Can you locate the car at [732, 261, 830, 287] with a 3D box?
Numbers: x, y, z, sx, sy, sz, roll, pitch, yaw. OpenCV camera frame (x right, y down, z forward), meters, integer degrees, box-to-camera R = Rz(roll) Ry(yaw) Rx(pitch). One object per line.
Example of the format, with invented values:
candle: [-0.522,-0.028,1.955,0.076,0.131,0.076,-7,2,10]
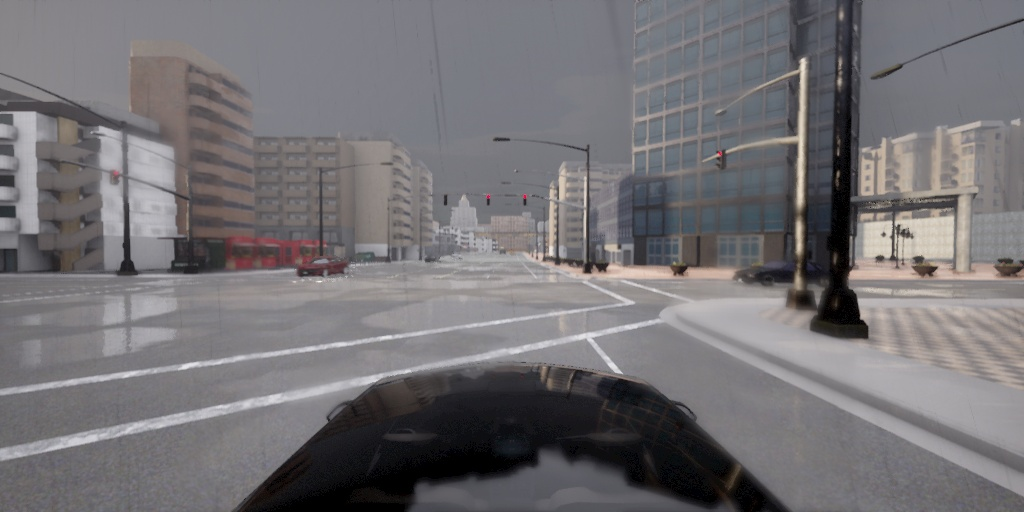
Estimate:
car: [15.511,0.969,20.168,5.357,1.411,2.033,0,1,1]

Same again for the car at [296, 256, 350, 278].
car: [-13.976,0.791,26.744,1.882,1.535,5.008,0,2,0]

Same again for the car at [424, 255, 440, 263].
car: [-14.002,0.492,62.767,1.882,1.535,5.008,0,2,0]
